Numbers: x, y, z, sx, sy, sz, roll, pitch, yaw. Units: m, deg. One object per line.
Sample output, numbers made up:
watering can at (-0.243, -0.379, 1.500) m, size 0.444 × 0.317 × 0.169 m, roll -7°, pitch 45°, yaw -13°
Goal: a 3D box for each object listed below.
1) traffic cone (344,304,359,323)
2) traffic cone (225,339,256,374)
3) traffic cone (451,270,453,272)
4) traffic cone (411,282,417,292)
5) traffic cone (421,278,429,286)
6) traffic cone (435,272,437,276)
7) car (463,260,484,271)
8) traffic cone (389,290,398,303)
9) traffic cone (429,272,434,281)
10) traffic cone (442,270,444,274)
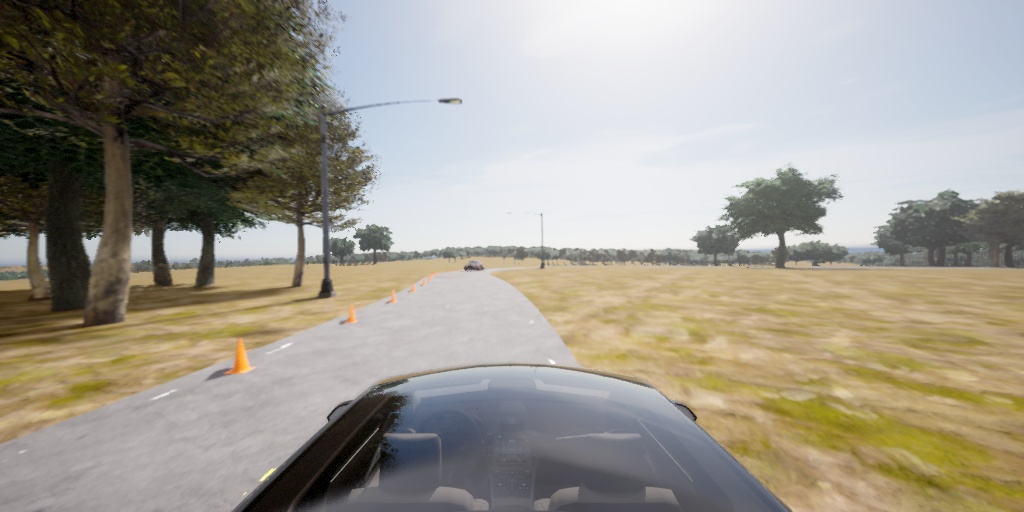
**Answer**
traffic cone at (-5.139, 1.823, 11.508) m, size 0.340 × 0.580 × 0.340 m, roll 0°, pitch 0°, yaw -3°
traffic cone at (-4.976, 1.815, 6.585) m, size 0.340 × 0.580 × 0.340 m, roll 0°, pitch 0°, yaw -1°
traffic cone at (-8.645, 2.031, 51.668) m, size 0.340 × 0.580 × 0.340 m, roll 0°, pitch 0°, yaw 6°
traffic cone at (-5.868, 1.847, 21.333) m, size 0.340 × 0.580 × 0.340 m, roll 0°, pitch 0°, yaw -6°
traffic cone at (-6.434, 1.863, 26.226) m, size 0.340 × 0.580 × 0.340 m, roll 0°, pitch 0°, yaw -7°
traffic cone at (-7.966, 1.919, 35.957) m, size 0.340 × 0.580 × 0.340 m, roll 0°, pitch 0°, yaw -10°
car at (-5.801, 1.401, 54.354) m, size 2.097 × 1.767 × 4.553 m, roll -1°, pitch -1°, yaw 11°
traffic cone at (-5.436, 1.833, 16.425) m, size 0.340 × 0.580 × 0.340 m, roll 0°, pitch 0°, yaw -4°
traffic cone at (-7.134, 1.885, 31.102) m, size 0.340 × 0.580 × 0.340 m, roll 0°, pitch 0°, yaw -9°
traffic cone at (-8.942, 1.995, 46.408) m, size 0.340 × 0.580 × 0.340 m, roll 0°, pitch 0°, yaw 0°
